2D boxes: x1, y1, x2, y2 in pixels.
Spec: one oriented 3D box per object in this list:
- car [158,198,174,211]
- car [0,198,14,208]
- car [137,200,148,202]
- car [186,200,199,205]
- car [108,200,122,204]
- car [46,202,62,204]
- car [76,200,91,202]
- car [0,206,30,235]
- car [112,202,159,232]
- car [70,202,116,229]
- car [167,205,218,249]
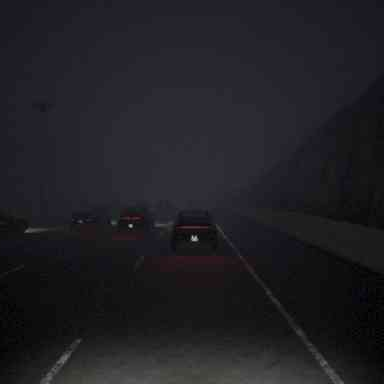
[{"bbox_3d":[-3.407,1.597,42.680,2.097,1.767,4.553,0,0,0],"label":"car"},{"bbox_3d":[-31.528,1.803,54.729,1.882,1.535,5.008,0,0,0],"label":"car"},{"bbox_3d":[-6.909,1.793,46.679,1.812,1.442,4.674,0,0,0],"label":"car"},{"bbox_3d":[0.090,1.861,51.562,1.994,1.385,4.181,0,0,0],"label":"car"},{"bbox_3d":[-10.410,1.804,44.704,2.033,1.411,5.357,0,0,0],"label":"car"},{"bbox_3d":[-24.521,1.852,59.978,1.812,1.442,4.674,0,0,0],"label":"car"},{"bbox_3d":[-21.013,1.780,64.382,1.837,1.490,4.892,0,0,0],"label":"car"},{"bbox_3d":[-10.404,1.645,17.022,2.033,1.411,5.357,0,0,0],"label":"car"},{"bbox_3d":[-3.405,1.626,20.888,1.837,1.490,4.892,0,0,0],"label":"car"},{"bbox_3d":[-6.903,1.657,22.908,1.812,1.442,4.674,0,0,0],"label":"car"},{"bbox_3d":[0.096,1.579,14.986,2.128,1.511,4.902,0,0,0],"label":"car"}]
